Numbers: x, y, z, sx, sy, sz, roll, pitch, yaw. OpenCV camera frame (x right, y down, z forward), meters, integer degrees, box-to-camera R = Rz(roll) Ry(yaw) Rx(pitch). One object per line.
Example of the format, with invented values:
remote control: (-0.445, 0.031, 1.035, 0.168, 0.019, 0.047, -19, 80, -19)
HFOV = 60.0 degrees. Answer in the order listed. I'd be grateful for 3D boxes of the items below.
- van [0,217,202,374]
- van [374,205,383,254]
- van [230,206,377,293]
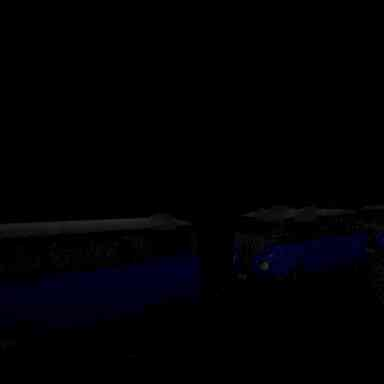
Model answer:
van: (-1.738, 1.341, 5.307, 3.998, 1.788, 1.690, 0, -1, -35)
van: (7.361, 1.336, 11.789, 3.998, 1.788, 1.690, 0, -1, -35)
van: (2.812, 1.339, 8.548, 3.998, 1.788, 1.690, 0, -1, -35)
